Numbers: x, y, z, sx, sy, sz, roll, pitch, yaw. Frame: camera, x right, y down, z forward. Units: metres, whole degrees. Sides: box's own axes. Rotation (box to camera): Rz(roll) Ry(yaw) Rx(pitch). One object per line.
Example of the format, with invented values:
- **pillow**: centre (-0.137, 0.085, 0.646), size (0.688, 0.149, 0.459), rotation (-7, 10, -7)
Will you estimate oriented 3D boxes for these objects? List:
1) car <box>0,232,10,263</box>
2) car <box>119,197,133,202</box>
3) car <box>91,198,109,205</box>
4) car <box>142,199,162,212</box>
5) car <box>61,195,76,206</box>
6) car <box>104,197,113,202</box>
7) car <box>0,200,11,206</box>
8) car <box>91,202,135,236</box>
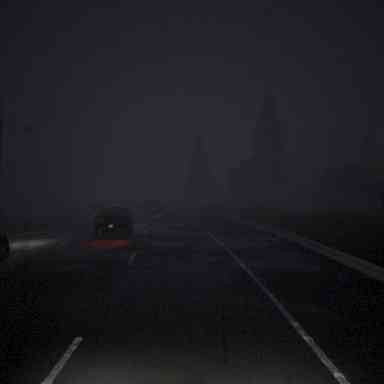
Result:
- **car**: centre (-7.077, 1.607, 9.497), size (2.128, 1.511, 4.902), rotation (-1, 0, -4)
- **car**: centre (-12.808, 1.697, 64.555), size (1.882, 1.535, 5.008), rotation (0, 0, -23)
- **car**: centre (-12.503, 1.811, 44.215), size (1.895, 1.301, 4.718), rotation (-1, 0, -17)
- **car**: centre (-4.903, 1.593, 40.895), size (1.837, 1.490, 4.892), rotation (0, 0, -15)
- **car**: centre (-23.156, 1.606, 62.402), size (2.150, 2.045, 5.566), rotation (0, 0, -25)
- **car**: centre (-16.409, 1.782, 64.024), size (1.837, 1.490, 4.892), rotation (0, 0, -24)
- **car**: centre (-32.976, 2.089, 58.070), size (1.994, 1.385, 4.181), rotation (-1, 0, -23)
- **car**: centre (-4.335, 1.551, 18.982), size (1.882, 1.535, 5.008), rotation (0, 0, -7)
